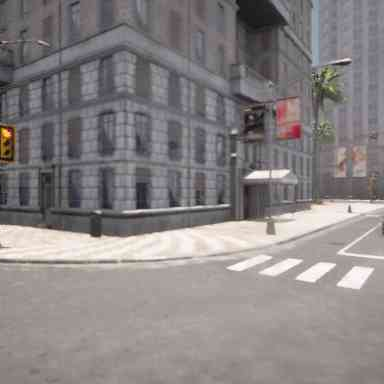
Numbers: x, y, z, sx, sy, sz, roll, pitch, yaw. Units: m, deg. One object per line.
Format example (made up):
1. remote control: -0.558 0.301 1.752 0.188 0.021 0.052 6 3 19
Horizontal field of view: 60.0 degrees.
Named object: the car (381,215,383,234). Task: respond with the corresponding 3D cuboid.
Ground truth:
1. car: 11.823 1.547 18.499 2.033 1.411 5.357 0 0 35
